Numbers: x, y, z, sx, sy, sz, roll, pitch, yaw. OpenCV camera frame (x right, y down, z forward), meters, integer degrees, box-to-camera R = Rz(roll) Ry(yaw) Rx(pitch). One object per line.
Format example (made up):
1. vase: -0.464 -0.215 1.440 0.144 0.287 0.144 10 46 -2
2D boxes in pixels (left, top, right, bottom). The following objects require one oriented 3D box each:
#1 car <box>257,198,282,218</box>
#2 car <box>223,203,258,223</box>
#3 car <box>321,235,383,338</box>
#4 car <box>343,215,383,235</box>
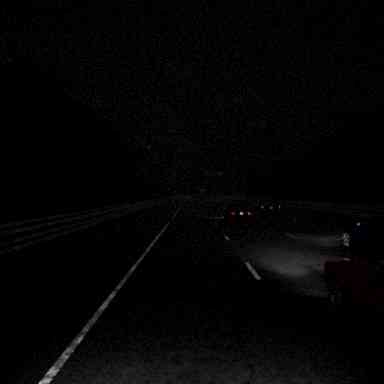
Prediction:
1. car: 7.106 1.453 31.921 2.097 1.767 4.553 0 0 0
2. car: 3.606 1.633 26.755 2.033 1.411 5.357 0 0 0
3. car: 3.583 1.616 4.757 1.895 1.301 4.718 0 0 0
4. car: 7.100 1.514 11.639 1.882 1.535 5.008 0 0 0
